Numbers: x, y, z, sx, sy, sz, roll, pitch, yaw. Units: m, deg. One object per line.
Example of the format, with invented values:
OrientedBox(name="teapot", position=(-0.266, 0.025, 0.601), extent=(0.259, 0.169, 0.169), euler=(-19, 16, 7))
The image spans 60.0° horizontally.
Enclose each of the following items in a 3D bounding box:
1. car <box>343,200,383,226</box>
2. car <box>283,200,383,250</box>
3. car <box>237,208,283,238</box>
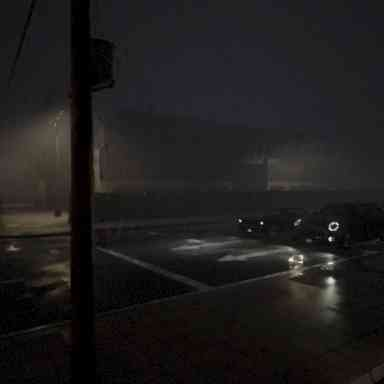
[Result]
OrientedBox(name="car", position=(12.079, 1.289, 21.862), extent=(4.674, 1.442, 1.812), euler=(-1, 0, -34))
OrientedBox(name="car", position=(6.217, 1.215, 13.685), extent=(4.553, 1.767, 2.097), euler=(-1, 0, -34))
OrientedBox(name="car", position=(4.519, 1.457, 16.753), extent=(4.718, 1.301, 1.895), euler=(-1, 0, -34))
